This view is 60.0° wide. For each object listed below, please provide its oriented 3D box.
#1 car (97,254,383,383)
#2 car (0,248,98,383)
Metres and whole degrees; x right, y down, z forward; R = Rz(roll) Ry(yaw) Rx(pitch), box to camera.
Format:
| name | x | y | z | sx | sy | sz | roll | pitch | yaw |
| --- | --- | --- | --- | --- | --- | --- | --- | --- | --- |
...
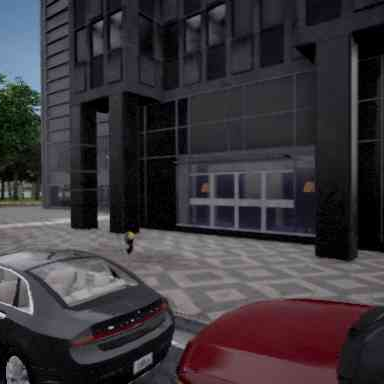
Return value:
| name | x | y | z | sx | sy | sz | roll | pitch | yaw |
| --- | --- | --- | --- | --- | --- | --- | --- | --- | --- |
| car | 2.104 | 1.273 | 1.427 | 5.009 | 1.841 | 2.192 | 0 | 1 | 37 |
| car | -2.244 | 1.493 | 4.693 | 4.403 | 1.369 | 2.008 | 0 | 1 | 37 |
